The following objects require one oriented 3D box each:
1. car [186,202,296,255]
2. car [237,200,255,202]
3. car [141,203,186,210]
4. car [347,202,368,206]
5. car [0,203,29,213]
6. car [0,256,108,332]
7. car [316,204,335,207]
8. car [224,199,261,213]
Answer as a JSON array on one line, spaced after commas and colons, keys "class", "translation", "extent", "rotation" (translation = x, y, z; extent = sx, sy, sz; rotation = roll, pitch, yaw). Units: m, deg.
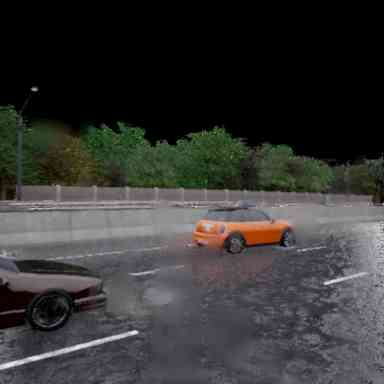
[{"class": "car", "translation": [2.337, 1.454, 14.021], "extent": [4.553, 1.767, 2.097], "rotation": [1, 0, -36]}, {"class": "car", "translation": [6.384, 1.770, 30.061], "extent": [5.008, 1.535, 1.882], "rotation": [1, -1, -36]}, {"class": "car", "translation": [-2.150, 1.655, 28.265], "extent": [4.902, 1.511, 2.128], "rotation": [1, -1, -36]}, {"class": "car", "translation": [22.607, 2.154, 45.845], "extent": [4.553, 1.767, 2.097], "rotation": [3, -2, -35]}, {"class": "car", "translation": [-14.242, 1.543, 23.929], "extent": [4.674, 1.442, 1.812], "rotation": [1, 0, -36]}, {"class": "car", "translation": [-4.125, 1.543, 5.108], "extent": [5.357, 1.411, 2.033], "rotation": [1, 0, -35]}, {"class": "car", "translation": [19.185, 2.353, 47.788], "extent": [4.718, 1.301, 1.895], "rotation": [2, -1, -35]}, {"class": "car", "translation": [6.603, 1.796, 43.115], "extent": [4.553, 1.767, 2.097], "rotation": [1, -1, -35]}]
